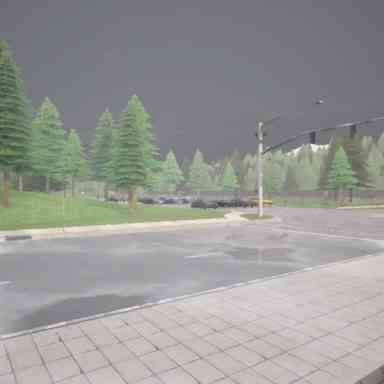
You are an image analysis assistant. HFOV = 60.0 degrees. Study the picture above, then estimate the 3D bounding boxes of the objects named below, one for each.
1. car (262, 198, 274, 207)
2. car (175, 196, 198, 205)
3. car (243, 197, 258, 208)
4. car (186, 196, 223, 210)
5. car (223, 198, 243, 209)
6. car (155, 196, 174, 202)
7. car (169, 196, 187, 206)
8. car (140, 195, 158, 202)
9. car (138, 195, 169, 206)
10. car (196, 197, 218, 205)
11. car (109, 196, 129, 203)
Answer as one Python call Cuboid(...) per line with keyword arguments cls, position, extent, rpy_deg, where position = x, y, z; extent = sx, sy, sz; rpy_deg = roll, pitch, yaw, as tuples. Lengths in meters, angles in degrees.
Cuboid(cls="car", position=(10.004, 1.478, 49.941), extent=(1.882, 1.535, 5.008), rpy_deg=(0, 0, -35))
Cuboid(cls="car", position=(-1.000, 1.527, 59.560), extent=(1.812, 1.442, 4.674), rpy_deg=(0, 1, -35))
Cuboid(cls="car", position=(7.036, 1.547, 48.073), extent=(2.033, 1.411, 5.357), rpy_deg=(0, 0, -35))
Cuboid(cls="car", position=(1.596, 1.563, 43.638), extent=(1.994, 1.385, 4.181), rpy_deg=(0, 0, -35))
Cuboid(cls="car", position=(4.353, 1.601, 45.803), extent=(1.895, 1.301, 4.718), rpy_deg=(0, 0, -35))
Cuboid(cls="car", position=(-6.057, 1.527, 73.008), extent=(1.895, 1.301, 4.718), rpy_deg=(0, 0, -35))
Cuboid(cls="car", position=(-3.163, 1.525, 56.536), extent=(1.812, 1.442, 4.674), rpy_deg=(0, 0, -35))
Cuboid(cls="car", position=(-9.352, 1.434, 71.610), extent=(1.812, 1.442, 4.674), rpy_deg=(0, 0, -35))
Cuboid(cls="car", position=(-6.383, 1.491, 55.029), extent=(2.128, 1.511, 4.902), rpy_deg=(0, 0, -35))
Cuboid(cls="car", position=(2.673, 1.563, 60.422), extent=(1.994, 1.385, 4.181), rpy_deg=(0, 0, -35))
Cuboid(cls="car", position=(-15.284, 1.454, 67.878), extent=(2.033, 1.411, 5.357), rpy_deg=(0, 0, -35))
